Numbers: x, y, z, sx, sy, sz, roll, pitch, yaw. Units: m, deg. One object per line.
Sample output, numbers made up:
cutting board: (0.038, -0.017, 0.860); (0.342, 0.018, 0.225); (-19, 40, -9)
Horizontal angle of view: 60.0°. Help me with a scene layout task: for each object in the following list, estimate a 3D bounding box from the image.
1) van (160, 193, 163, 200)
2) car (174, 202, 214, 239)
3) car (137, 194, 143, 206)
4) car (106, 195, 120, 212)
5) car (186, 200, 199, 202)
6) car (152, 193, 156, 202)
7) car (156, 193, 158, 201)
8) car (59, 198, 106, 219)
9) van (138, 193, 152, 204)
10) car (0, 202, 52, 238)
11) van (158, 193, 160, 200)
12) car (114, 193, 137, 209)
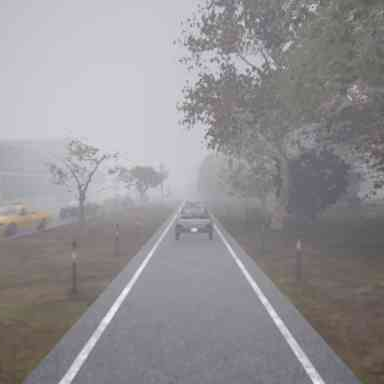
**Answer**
van: (-9.248, 1.231, 87.898); (1.878, 1.987, 4.442); (0, -1, -2)
car: (0.101, 1.490, 17.450); (2.128, 1.511, 4.902); (0, 0, 0)
car: (-9.050, 1.423, 49.267); (2.002, 1.452, 4.674); (0, 0, 0)
car: (-9.032, 1.331, 32.638); (2.097, 1.535, 5.008); (0, 0, 2)
car: (0.103, 1.556, 40.019); (1.895, 1.301, 4.718); (0, 0, 0)
car: (-9.069, 1.404, 65.923); (2.231, 1.521, 4.892); (0, -1, -2)
car: (-9.074, 1.448, 71.434); (2.163, 1.488, 4.792); (0, -1, -2)
car: (-9.025, 1.334, 27.090); (2.097, 1.535, 5.008); (0, 0, 2)
van: (-9.068, 1.186, 60.238); (1.878, 1.987, 4.442); (0, 0, 2)
car: (-9.021, 1.319, 16.837); (1.946, 1.575, 5.366); (0, 0, 2)
van: (-9.084, 1.208, 77.947); (1.878, 1.987, 4.442); (0, -1, -2)
car: (-9.042, 1.129, 42.523); (2.435, 2.045, 5.566); (0, 0, 1)
